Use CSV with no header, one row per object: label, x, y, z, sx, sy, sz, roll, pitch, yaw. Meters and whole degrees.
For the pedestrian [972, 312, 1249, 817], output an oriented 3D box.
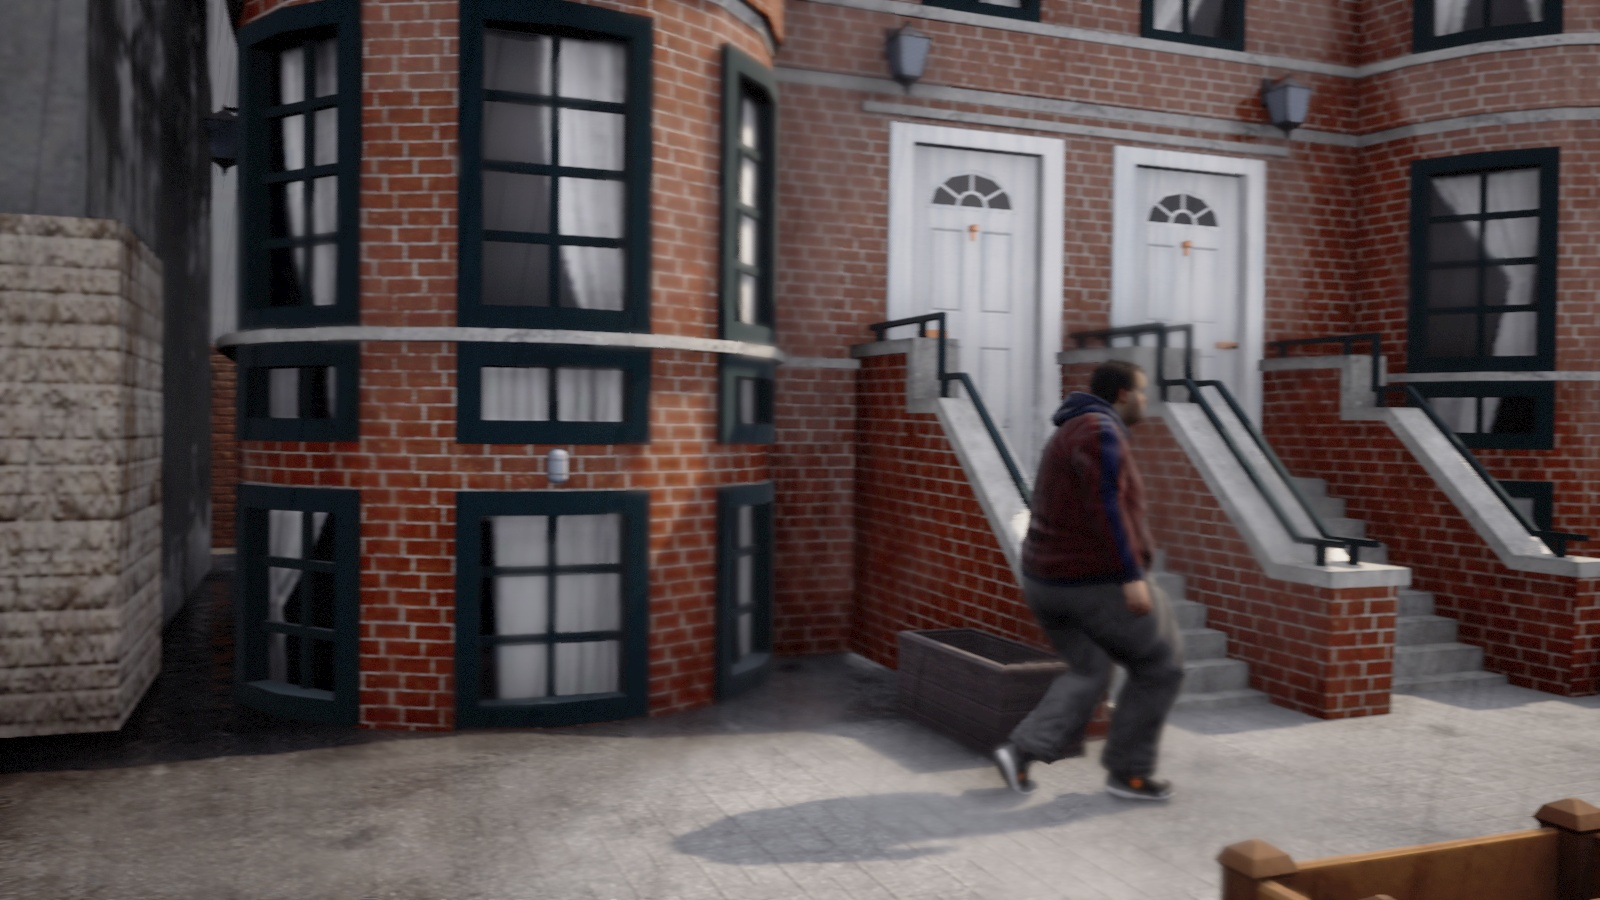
pedestrian,1.188,0.415,4.930,0.899,1.844,0.634,-1,1,-3
